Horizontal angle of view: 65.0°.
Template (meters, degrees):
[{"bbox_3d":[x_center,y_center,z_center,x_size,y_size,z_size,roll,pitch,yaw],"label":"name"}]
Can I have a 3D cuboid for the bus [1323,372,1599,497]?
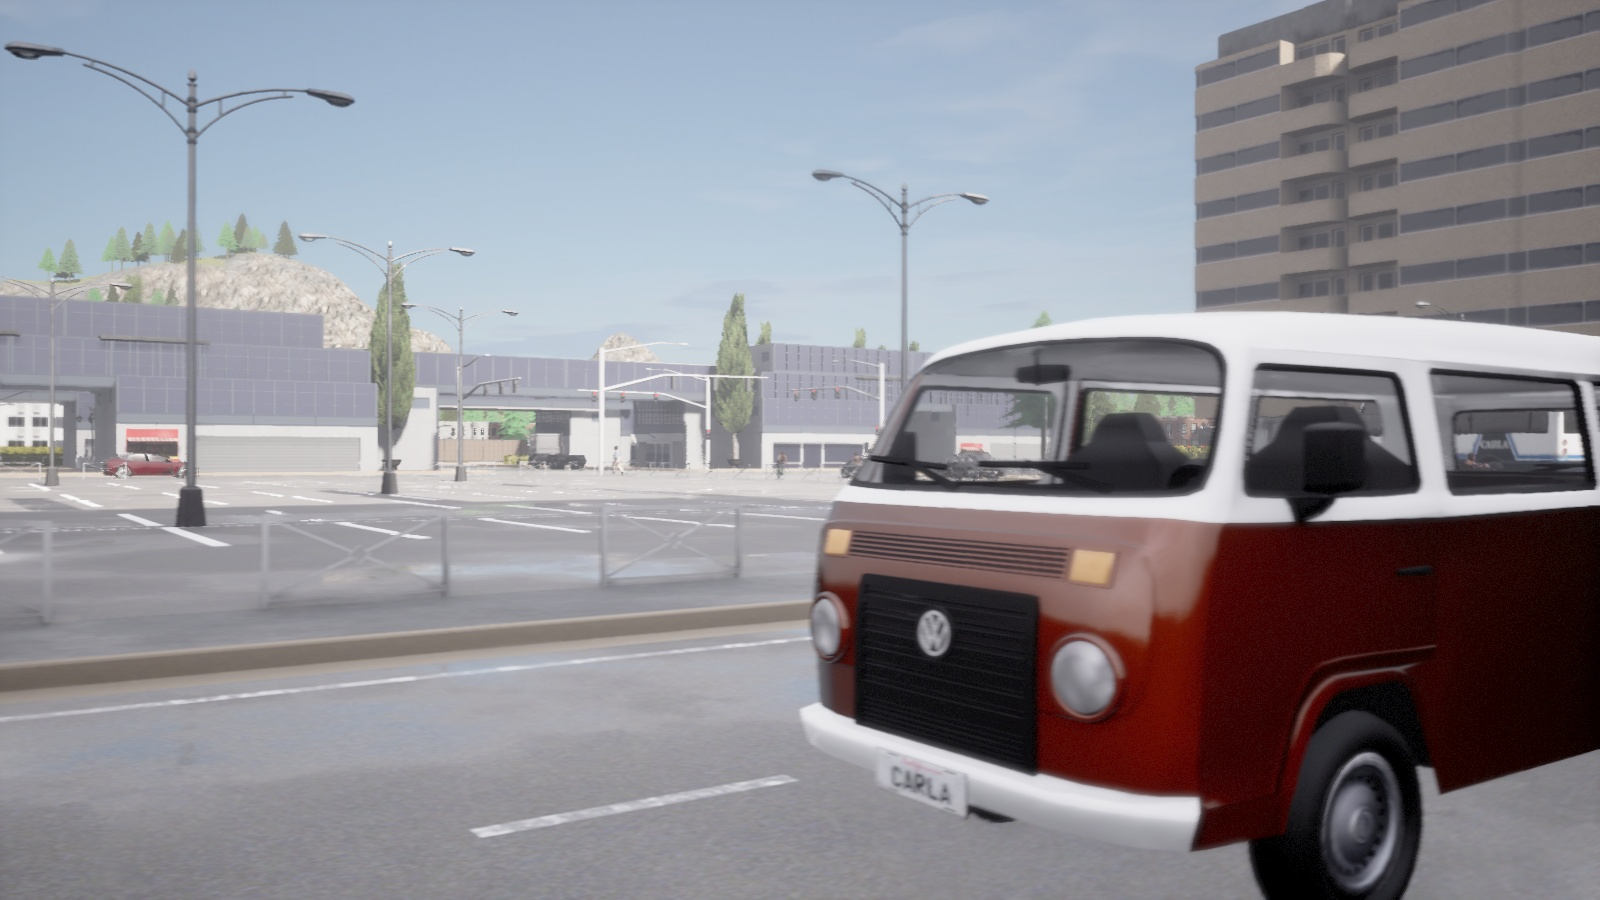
[{"bbox_3d":[25.411,-0.511,48.286,3.944,4.253,10.273,0,0,-19],"label":"bus"}]

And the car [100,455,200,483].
[{"bbox_3d":[-36.600,1.051,70.753,4.792,1.488,2.163,0,0,-33],"label":"car"}]

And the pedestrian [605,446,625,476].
[{"bbox_3d":[-11.328,0.669,76.901,0.900,1.855,0.874,0,0,23],"label":"pedestrian"}]

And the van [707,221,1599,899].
[{"bbox_3d":[2.086,0.476,5.112,4.480,2.038,2.069,0,0,-35],"label":"van"}]

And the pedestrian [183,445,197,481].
[{"bbox_3d":[-31.466,0.684,64.768,0.636,1.846,0.331,0,0,-17],"label":"pedestrian"}]
